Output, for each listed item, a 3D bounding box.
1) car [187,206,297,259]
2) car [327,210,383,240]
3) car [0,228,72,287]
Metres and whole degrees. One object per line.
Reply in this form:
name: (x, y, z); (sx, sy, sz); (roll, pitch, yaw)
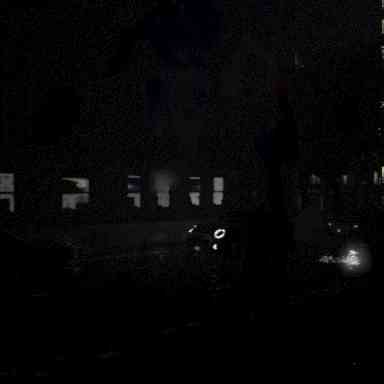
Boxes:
car: (2.025, 1.431, 13.067); (4.553, 1.767, 2.097); (1, 0, -35)
car: (9.367, 1.712, 18.233); (4.674, 1.442, 1.812); (1, 0, -35)
car: (-5.464, 1.571, 7.795); (4.718, 1.301, 1.895); (1, 0, -35)
